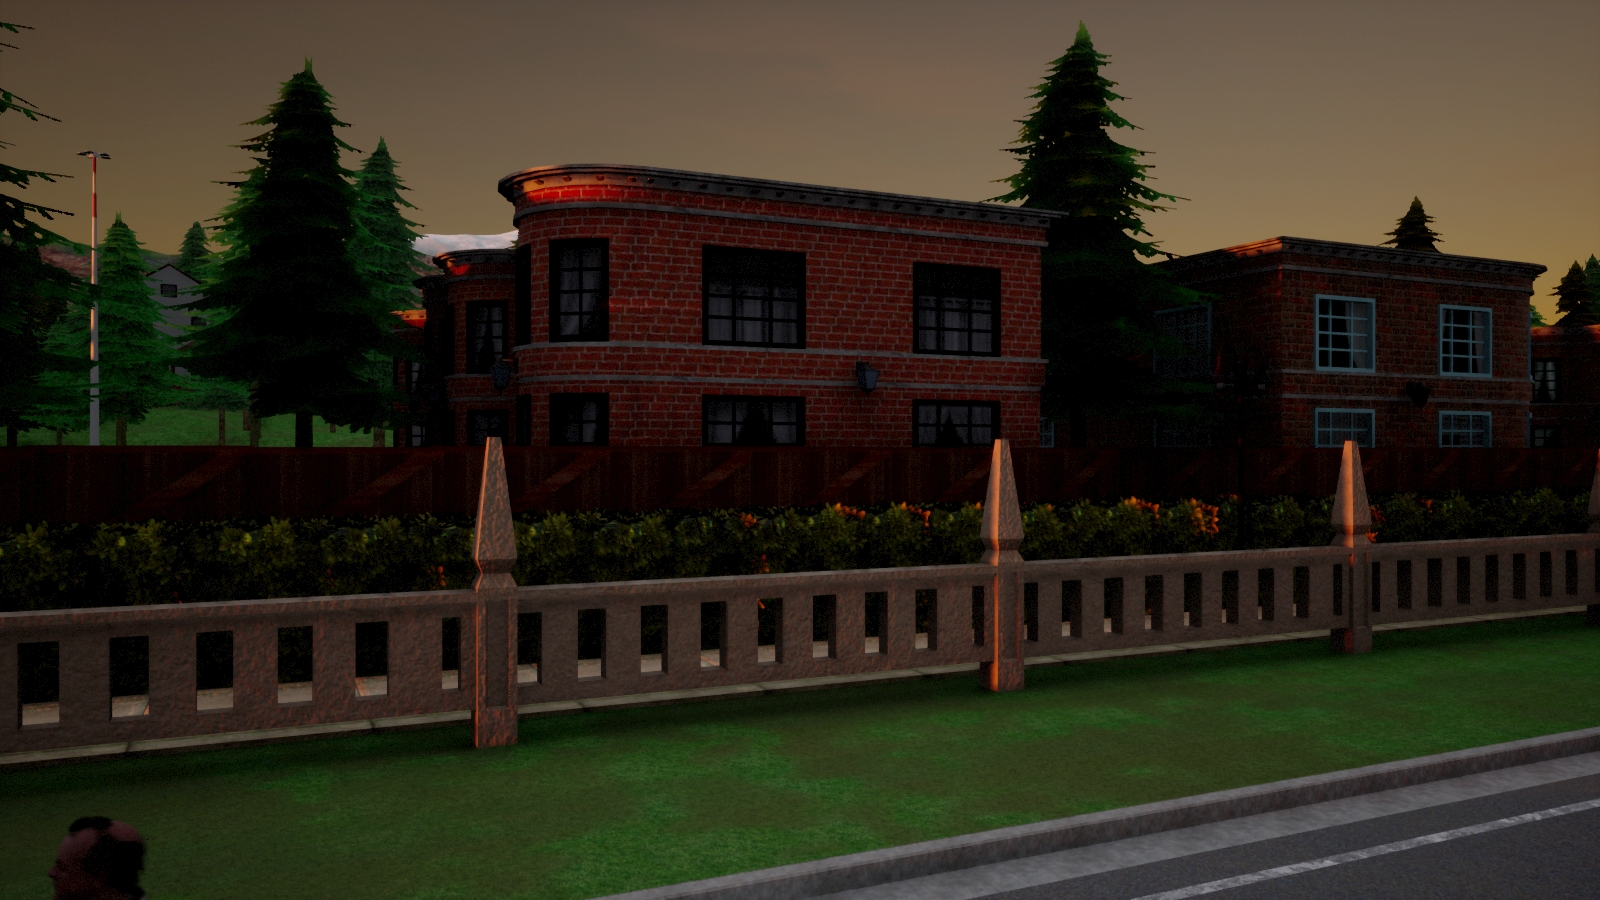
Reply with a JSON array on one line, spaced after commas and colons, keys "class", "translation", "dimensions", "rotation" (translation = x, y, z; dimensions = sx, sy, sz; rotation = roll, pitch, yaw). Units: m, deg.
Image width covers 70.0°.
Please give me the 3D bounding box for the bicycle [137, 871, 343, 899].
[{"class": "bicycle", "translation": [-2.218, 2.060, 3.060], "dimensions": [1.835, 1.471, 0.329], "rotation": [0, 0, -25]}]
